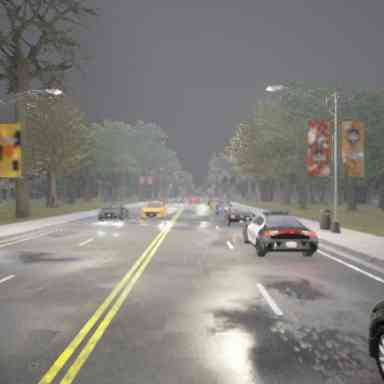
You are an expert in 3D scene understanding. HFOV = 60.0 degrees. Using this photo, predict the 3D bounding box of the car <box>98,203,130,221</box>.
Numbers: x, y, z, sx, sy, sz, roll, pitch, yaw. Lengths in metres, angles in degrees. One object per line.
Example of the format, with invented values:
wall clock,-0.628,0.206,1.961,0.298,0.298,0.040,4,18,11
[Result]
car,-6.519,1.659,28.108,1.994,1.385,4.181,0,0,0

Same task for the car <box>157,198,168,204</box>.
car,-6.053,1.831,68.655,1.895,1.301,4.718,0,0,1

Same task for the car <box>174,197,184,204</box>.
car,-2.774,1.787,70.866,2.128,1.511,4.902,0,0,1

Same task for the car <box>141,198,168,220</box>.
car,-3.261,1.577,29.266,1.882,1.535,5.008,0,0,0

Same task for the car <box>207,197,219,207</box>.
car,3.561,1.715,57.307,1.837,1.490,4.892,0,0,1

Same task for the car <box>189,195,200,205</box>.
car,0.421,1.600,66.759,2.097,1.767,4.553,0,0,1

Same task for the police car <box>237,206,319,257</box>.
police car,3.267,1.550,13.348,2.038,1.542,4.974,0,0,0

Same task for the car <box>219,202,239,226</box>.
car,3.306,1.684,24.367,1.895,1.301,4.718,0,0,0

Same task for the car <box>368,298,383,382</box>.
car,3.250,1.361,2.327,2.097,1.767,4.553,0,0,0

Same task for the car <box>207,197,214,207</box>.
car,3.455,1.623,46.506,1.801,1.575,5.366,0,0,1

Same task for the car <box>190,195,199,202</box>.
car,0.641,1.575,82.464,2.097,1.767,4.553,0,0,1

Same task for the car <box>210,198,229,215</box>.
car,3.368,1.670,35.326,2.033,1.411,5.357,0,0,0
